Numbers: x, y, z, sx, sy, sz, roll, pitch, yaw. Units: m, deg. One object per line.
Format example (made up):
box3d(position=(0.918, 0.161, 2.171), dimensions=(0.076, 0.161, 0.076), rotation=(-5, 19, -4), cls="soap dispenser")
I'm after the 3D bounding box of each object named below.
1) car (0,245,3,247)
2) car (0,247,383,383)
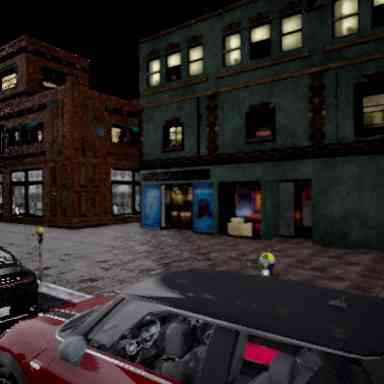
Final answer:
box3d(position=(-4.590, 1.541, 6.161), dimensions=(4.403, 1.369, 2.008), rotation=(0, -1, 36), cls="car")
box3d(position=(-0.077, 1.439, 2.940), dimensions=(4.097, 1.590, 1.967), rotation=(0, -1, 36), cls="car")
